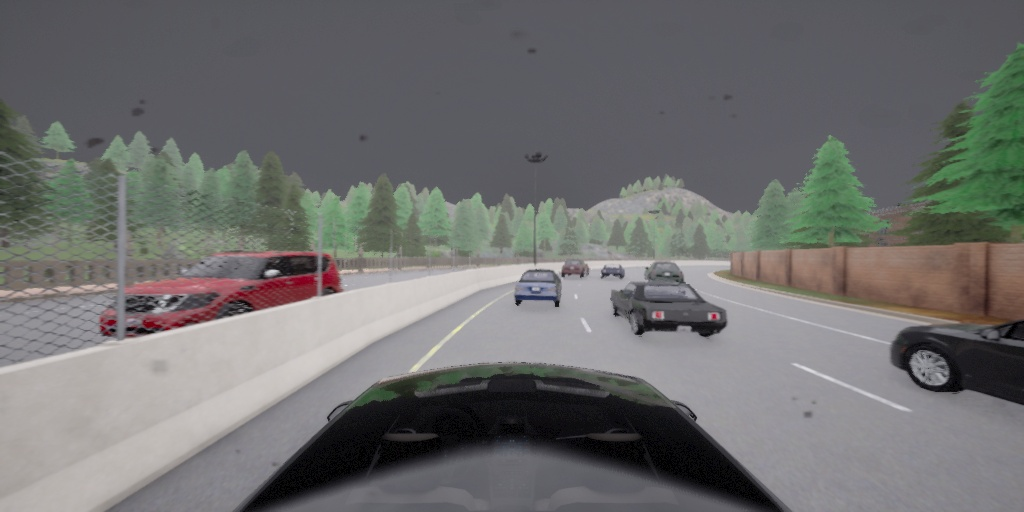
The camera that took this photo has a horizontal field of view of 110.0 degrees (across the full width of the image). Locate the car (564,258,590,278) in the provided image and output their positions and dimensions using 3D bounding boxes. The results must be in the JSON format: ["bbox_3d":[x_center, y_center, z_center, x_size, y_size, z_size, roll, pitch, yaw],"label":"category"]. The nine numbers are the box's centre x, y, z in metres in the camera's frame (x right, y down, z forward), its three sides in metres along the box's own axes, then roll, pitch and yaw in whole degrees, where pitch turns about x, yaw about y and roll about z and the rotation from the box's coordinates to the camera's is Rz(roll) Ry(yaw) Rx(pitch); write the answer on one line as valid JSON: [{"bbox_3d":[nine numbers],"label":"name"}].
[{"bbox_3d":[6.146,1.084,34.418,2.097,1.767,4.553,1,0,20],"label":"car"}]

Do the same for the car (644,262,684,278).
[{"bbox_3d":[10.345,1.161,24.682,2.097,1.767,4.553,1,0,15],"label":"car"}]

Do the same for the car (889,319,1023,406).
[{"bbox_3d":[7.209,1.335,3.959,1.837,1.490,4.892,0,0,1],"label":"car"}]

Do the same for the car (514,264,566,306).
[{"bbox_3d":[1.243,1.273,15.802,2.033,1.411,5.357,1,0,8],"label":"car"}]

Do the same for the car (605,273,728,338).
[{"bbox_3d":[4.108,1.376,10.345,1.895,1.301,4.718,1,0,5],"label":"car"}]

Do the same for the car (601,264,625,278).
[{"bbox_3d":[9.492,1.375,33.575,1.895,1.301,4.718,1,0,20],"label":"car"}]

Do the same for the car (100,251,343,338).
[{"bbox_3d":[-6.715,0.871,9.357,2.150,2.045,5.566,1,0,5],"label":"car"}]
